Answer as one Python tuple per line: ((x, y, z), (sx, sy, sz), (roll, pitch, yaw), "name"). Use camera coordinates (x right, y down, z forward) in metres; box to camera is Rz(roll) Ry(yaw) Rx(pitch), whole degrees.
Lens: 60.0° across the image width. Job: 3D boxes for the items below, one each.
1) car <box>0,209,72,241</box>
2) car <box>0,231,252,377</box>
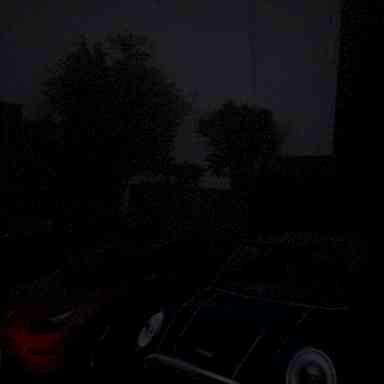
((-5.628, 1.419, 9.322), (2.185, 1.767, 4.553), (0, 0, 35), "car")
((-1.011, 1.537, 5.960), (2.163, 1.488, 4.792), (0, 0, 35), "car")
